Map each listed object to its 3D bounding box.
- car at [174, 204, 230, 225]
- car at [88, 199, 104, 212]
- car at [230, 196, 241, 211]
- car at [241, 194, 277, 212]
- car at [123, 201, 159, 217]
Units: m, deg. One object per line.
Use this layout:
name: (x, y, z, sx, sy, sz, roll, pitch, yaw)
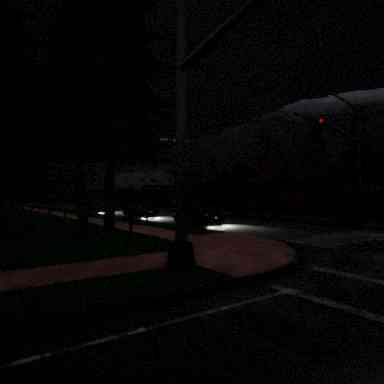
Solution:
car: (0.450, 1.581, 24.237, 1.994, 1.385, 4.181, 0, 0, -37)
car: (-10.755, 1.580, 39.219, 1.994, 1.385, 4.181, 0, 0, -37)
car: (6.067, 1.220, 37.699, 3.866, 1.878, 1.905, 0, 0, -37)
car: (7.884, 1.219, 35.919, 4.605, 1.855, 1.932, 0, 0, -37)
car: (-4.821, 1.580, 31.308, 1.994, 1.385, 4.181, 0, 0, -37)
